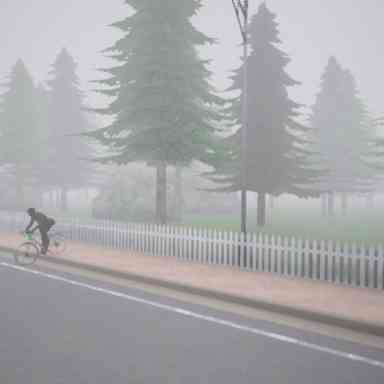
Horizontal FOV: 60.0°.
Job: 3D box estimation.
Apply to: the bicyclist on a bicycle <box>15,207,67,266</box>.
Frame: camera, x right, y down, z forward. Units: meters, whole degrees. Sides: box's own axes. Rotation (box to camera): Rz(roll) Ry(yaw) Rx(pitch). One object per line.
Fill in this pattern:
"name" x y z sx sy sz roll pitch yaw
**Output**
"bicyclist on a bicycle" -4.470 1.231 9.788 0.582 1.620 1.656 1 10 34
